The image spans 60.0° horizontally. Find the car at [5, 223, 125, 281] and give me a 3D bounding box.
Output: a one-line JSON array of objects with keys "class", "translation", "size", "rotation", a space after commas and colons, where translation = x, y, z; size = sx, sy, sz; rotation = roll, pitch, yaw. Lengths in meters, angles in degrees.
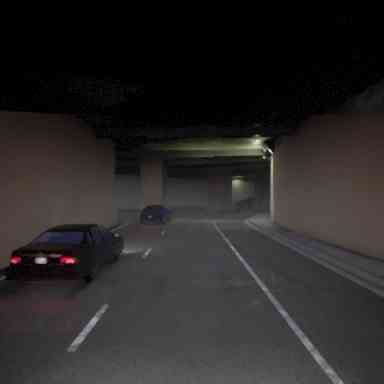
[{"class": "car", "translation": [-3.483, 1.666, 10.213], "size": [2.033, 1.411, 5.357], "rotation": [0, -1, 0]}]

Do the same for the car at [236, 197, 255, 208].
[{"class": "car", "translation": [11.453, 1.927, 61.563], "size": [5.566, 2.045, 2.150], "rotation": [0, -1, -29]}]

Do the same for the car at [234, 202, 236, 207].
[{"class": "car", "translation": [10.370, 2.243, 64.879], "size": [4.902, 1.511, 2.128], "rotation": [0, -1, -29]}]

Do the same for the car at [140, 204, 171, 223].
[{"class": "car", "translation": [-3.063, 1.806, 28.564], "size": [1.882, 1.535, 5.008], "rotation": [0, 0, 5]}]
